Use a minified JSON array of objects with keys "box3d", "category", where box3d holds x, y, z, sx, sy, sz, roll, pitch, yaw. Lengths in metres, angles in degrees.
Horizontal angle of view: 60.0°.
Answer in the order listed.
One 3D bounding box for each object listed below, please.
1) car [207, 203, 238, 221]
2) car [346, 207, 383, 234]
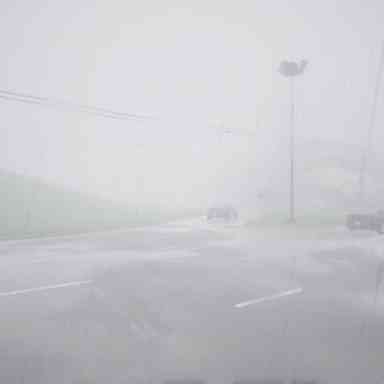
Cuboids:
[{"box3d":[2.704,1.698,29.024,1.812,1.442,4.674,0,0,22],"category":"car"},{"box3d":[11.561,1.671,20.595,5.008,1.535,1.882,1,0,-36],"category":"car"}]
